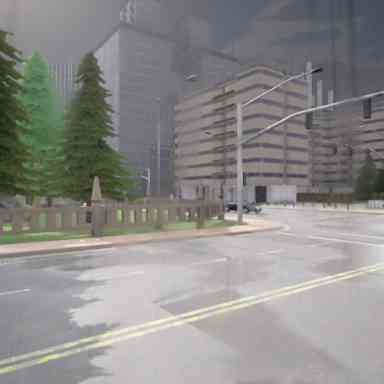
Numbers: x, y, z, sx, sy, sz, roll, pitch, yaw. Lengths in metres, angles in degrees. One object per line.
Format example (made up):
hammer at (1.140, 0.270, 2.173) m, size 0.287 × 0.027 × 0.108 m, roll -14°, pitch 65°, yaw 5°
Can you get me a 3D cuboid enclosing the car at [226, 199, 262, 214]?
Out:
car at (5.272, 1.505, 35.508) m, size 2.128 × 1.511 × 4.902 m, roll 0°, pitch 0°, yaw -35°
